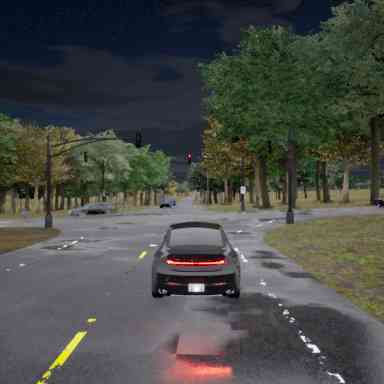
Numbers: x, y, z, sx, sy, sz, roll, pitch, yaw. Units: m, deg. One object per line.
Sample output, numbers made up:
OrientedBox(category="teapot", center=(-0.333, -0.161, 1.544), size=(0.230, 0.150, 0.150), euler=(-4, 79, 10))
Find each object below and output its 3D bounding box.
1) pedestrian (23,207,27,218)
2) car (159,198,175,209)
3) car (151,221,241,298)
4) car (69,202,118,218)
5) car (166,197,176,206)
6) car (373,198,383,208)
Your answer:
OrientedBox(category="pedestrian", center=(-18.108, 2.202, 36.112), size=(0.375, 1.300, 0.375), euler=(0, 1, 2))
OrientedBox(category="car", center=(-4.274, 2.070, 53.879), size=(1.895, 1.301, 4.718), euler=(0, -1, -1))
OrientedBox(category="car", center=(0.084, 1.508, 8.517), size=(1.837, 1.490, 4.892), euler=(0, 0, 0))
OrientedBox(category="car", center=(-10.122, 1.830, 34.340), size=(4.902, 1.511, 2.128), euler=(-2, 0, -36))
OrientedBox(category="car", center=(-4.537, 1.978, 69.285), size=(2.150, 2.045, 5.566), euler=(0, -1, -1))
OrientedBox(category="car", center=(19.525, 0.784, 30.819), size=(4.718, 1.301, 1.895), euler=(-2, -1, 2))
